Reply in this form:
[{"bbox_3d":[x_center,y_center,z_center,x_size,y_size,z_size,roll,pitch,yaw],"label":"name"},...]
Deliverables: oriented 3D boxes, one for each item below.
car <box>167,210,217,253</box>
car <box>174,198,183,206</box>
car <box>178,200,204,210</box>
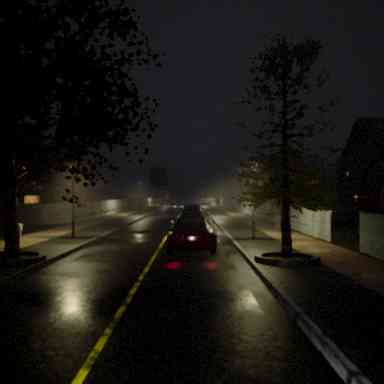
[{"bbox_3d":[-0.006,1.700,14.288,1.994,1.385,4.181,0,0,0],"label":"car"},{"bbox_3d":[-2.806,2.061,71.021,2.097,1.767,4.553,0,-1,0],"label":"car"},{"bbox_3d":[-0.020,1.787,29.306,1.837,1.490,4.892,0,0,0],"label":"car"}]
